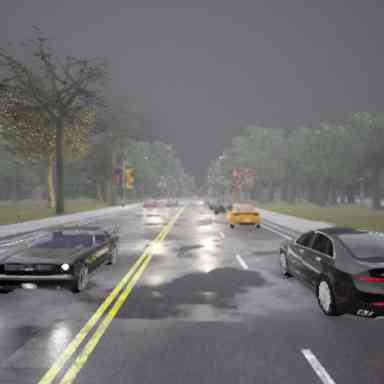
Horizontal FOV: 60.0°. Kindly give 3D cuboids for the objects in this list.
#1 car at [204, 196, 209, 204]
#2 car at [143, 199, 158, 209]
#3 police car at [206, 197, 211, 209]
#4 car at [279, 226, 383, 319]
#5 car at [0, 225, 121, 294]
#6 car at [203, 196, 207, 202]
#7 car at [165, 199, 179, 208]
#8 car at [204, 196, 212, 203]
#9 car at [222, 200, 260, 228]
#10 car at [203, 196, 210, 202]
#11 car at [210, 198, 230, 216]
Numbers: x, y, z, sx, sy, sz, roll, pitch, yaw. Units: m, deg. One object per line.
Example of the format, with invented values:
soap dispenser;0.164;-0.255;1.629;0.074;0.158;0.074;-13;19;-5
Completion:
car;3.551;1.876;57.372;1.895;1.301;4.718;0;0;1
car;-6.318;1.767;51.432;1.812;1.442;4.674;0;0;1
police car;3.445;1.722;46.354;2.038;1.542;4.974;0;0;0
car;3.354;1.539;7.498;1.837;1.490;4.892;0;0;0
car;-3.344;1.640;9.042;1.895;1.301;4.718;0;0;0
car;3.679;1.881;68.332;2.033;1.411;5.357;0;0;1
car;-3.048;1.776;52.996;1.812;1.442;4.674;0;0;1
car;3.834;1.853;79.511;1.801;1.575;5.366;0;0;1
car;3.397;1.580;22.900;1.882;1.535;5.008;0;-1;0
car;4.006;1.965;90.310;1.837;1.490;4.892;0;0;1
car;3.361;1.514;35.334;2.097;1.767;4.553;0;0;0
